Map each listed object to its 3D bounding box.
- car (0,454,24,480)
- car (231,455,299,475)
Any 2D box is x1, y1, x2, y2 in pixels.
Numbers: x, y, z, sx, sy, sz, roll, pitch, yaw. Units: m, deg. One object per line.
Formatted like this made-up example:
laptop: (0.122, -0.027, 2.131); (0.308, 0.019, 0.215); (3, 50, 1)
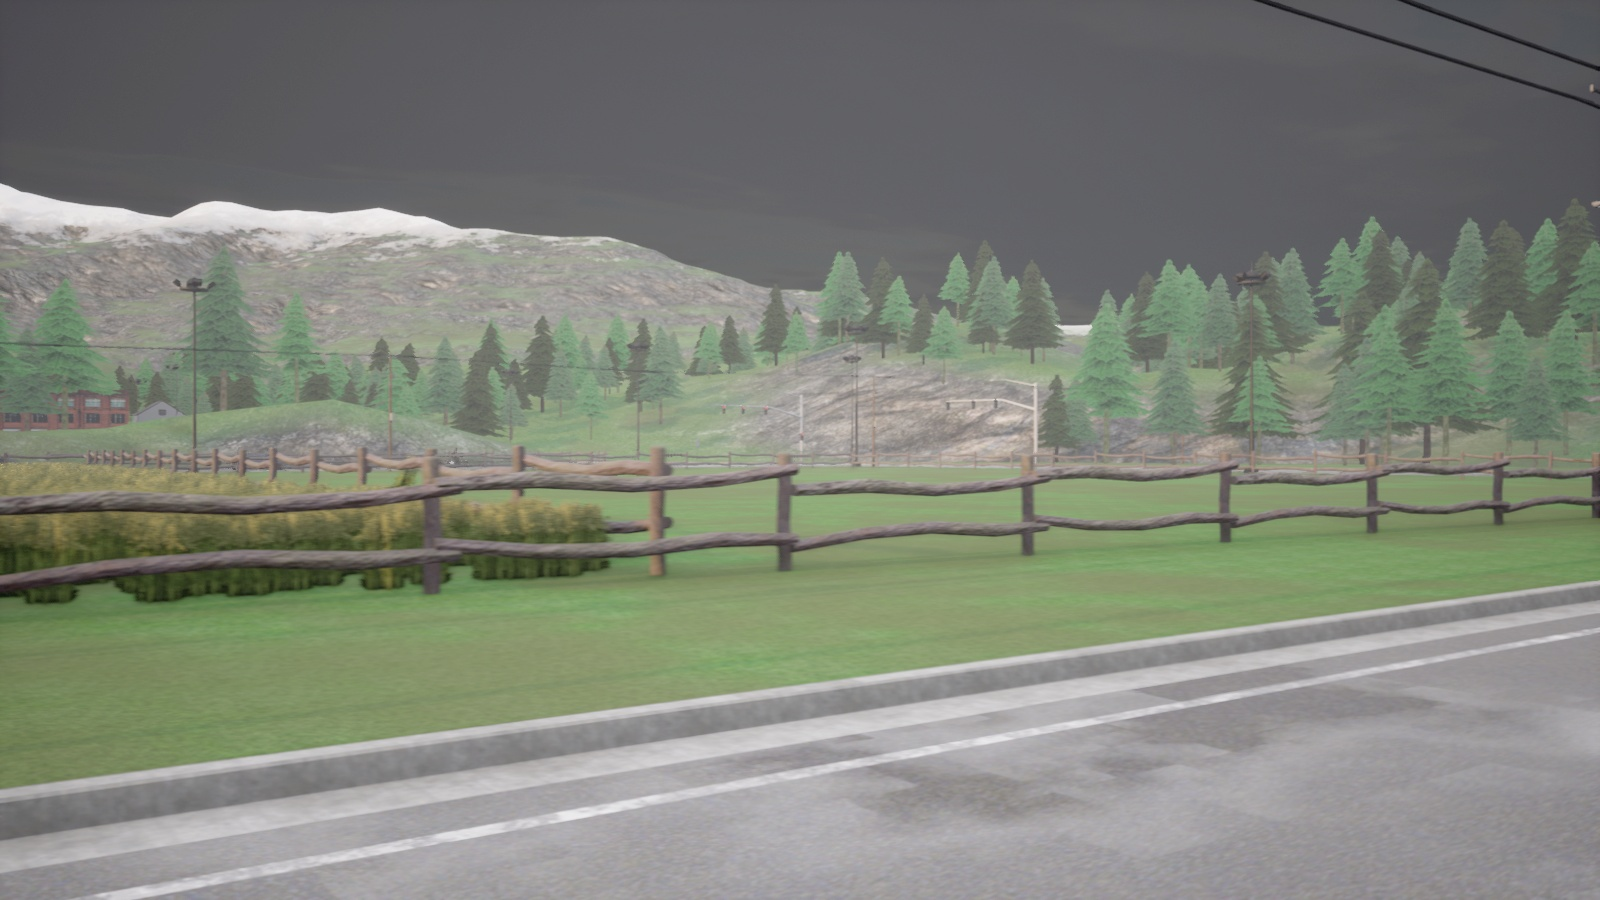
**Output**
car: (-48.523, 1.000, 74.870); (3.705, 1.549, 1.789); (0, 0, -35)
car: (-38.529, 1.041, 90.451); (4.181, 1.385, 1.994); (0, 0, -35)
